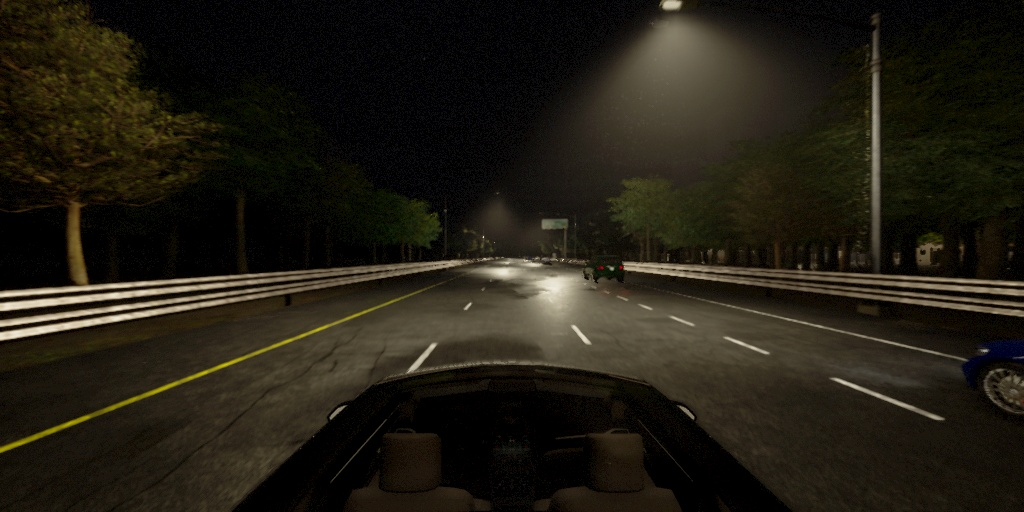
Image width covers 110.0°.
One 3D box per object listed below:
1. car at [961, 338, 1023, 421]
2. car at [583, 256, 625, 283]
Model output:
[{"bbox_3d":[6.999,1.281,2.832,1.812,1.442,4.674,0,0,0],"label":"car"},{"bbox_3d":[7.018,0.996,27.846,2.150,2.045,5.566,0,0,0],"label":"car"}]
